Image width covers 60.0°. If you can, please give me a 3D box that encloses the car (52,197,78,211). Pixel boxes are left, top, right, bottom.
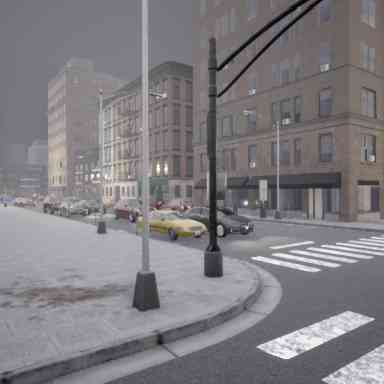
[{"bbox_3d":[-16.378,1.477,42.613,1.882,1.535,5.008,0,0,-36],"label":"car"}]

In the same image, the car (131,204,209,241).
[{"bbox_3d":[-1.145,1.543,17.148,1.752,1.417,4.829,0,0,-36],"label":"car"}]

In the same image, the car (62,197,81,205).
[{"bbox_3d":[-21.304,1.520,58.682,2.008,1.369,4.403,0,0,-36],"label":"car"}]

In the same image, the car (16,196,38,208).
[{"bbox_3d":[-24.485,1.592,49.391,1.802,1.307,4.206,0,0,-36],"label":"car"}]

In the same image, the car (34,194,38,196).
[{"bbox_3d":[-34.584,1.534,77.028,1.947,1.339,4.313,0,0,-36],"label":"car"}]

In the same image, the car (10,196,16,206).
[{"bbox_3d":[-27.705,1.535,53.839,1.752,1.417,4.829,0,0,-36],"label":"car"}]

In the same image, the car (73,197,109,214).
[{"bbox_3d":[-10.365,1.506,34.227,1.837,1.490,4.892,0,0,-36],"label":"car"}]

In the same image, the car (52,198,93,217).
[{"bbox_3d":[-11.205,1.565,31.045,2.008,1.369,4.403,0,0,-36],"label":"car"}]

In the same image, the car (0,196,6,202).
[{"bbox_3d":[-44.404,1.558,76.909,2.008,1.369,4.403,0,0,-36],"label":"car"}]

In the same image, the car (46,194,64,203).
[{"bbox_3d":[-27.944,1.283,67.854,2.192,1.841,5.009,0,0,-36],"label":"car"}]

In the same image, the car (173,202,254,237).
[{"bbox_3d":[1.224,1.510,18.186,1.837,1.490,4.892,0,0,-37],"label":"car"}]

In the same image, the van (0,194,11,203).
[{"bbox_3d":[-37.765,1.349,67.735,1.690,1.788,3.998,0,0,-36],"label":"van"}]

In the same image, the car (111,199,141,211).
[{"bbox_3d":[-8.024,1.539,40.337,1.947,1.339,4.313,0,0,-36],"label":"car"}]

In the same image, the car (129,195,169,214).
[{"bbox_3d":[-4.705,1.289,35.750,2.192,1.841,5.009,0,0,-36],"label":"car"}]

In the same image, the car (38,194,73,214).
[{"bbox_3d":[-14.526,1.328,35.631,2.192,1.841,5.009,0,0,-36],"label":"car"}]

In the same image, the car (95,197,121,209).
[{"bbox_3d":[-11.444,1.498,45.061,1.752,1.417,4.829,0,0,-36],"label":"car"}]

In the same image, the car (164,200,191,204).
[{"bbox_3d":[-1.384,1.415,31.163,1.967,1.590,4.097,0,0,-36],"label":"car"}]

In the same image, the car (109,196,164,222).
[{"bbox_3d":[-4.450,1.355,26.041,2.097,1.767,4.553,0,0,-36],"label":"car"}]
